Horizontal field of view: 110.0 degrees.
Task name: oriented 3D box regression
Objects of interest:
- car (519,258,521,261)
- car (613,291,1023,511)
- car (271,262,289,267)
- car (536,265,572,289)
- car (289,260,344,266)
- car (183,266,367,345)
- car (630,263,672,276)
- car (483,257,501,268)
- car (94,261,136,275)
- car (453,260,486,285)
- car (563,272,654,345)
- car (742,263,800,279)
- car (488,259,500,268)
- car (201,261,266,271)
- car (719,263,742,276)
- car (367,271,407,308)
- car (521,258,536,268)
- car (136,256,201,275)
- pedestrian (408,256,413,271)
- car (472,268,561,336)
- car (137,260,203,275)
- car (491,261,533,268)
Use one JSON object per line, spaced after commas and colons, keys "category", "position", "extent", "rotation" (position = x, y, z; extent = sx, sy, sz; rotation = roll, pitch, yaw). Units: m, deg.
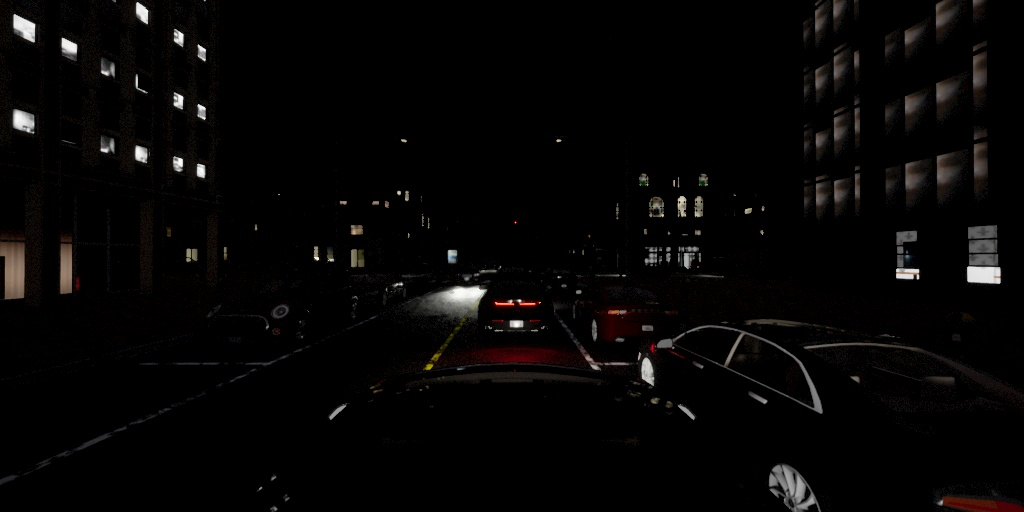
{"category": "car", "position": [2.685, 1.359, 64.157], "extent": [1.802, 1.307, 4.207], "rotation": [0, 0, 0]}
{"category": "car", "position": [2.691, 1.301, 3.648], "extent": [2.007, 1.370, 4.403], "rotation": [0, 0, 0]}
{"category": "car", "position": [-25.458, 1.210, 41.506], "extent": [4.829, 1.417, 1.751], "rotation": [0, 0, 1]}
{"category": "car", "position": [2.689, 1.308, 20.724], "extent": [2.007, 1.370, 4.403], "rotation": [0, 0, 0]}
{"category": "car", "position": [-18.822, 1.172, 35.619], "extent": [4.902, 1.511, 2.128], "rotation": [0, 0, 1]}
{"category": "car", "position": [-5.690, 1.193, 9.356], "extent": [1.967, 1.591, 4.097], "rotation": [0, 0, 0]}
{"category": "car", "position": [14.807, 1.414, 38.302], "extent": [4.181, 1.385, 1.994], "rotation": [0, 0, 1]}
{"category": "car", "position": [-3.088, 1.250, 53.800], "extent": [1.882, 1.535, 5.008], "rotation": [0, 0, 1]}
{"category": "car", "position": [-36.491, 1.140, 33.294], "extent": [4.403, 1.370, 2.007], "rotation": [0, 0, 1]}
{"category": "car", "position": [-3.203, 1.251, 26.124], "extent": [2.128, 1.511, 4.902], "rotation": [0, 0, -5]}
{"category": "car", "position": [2.690, 1.298, 9.340], "extent": [1.888, 1.381, 4.507], "rotation": [0, 0, 0]}
{"category": "car", "position": [23.640, 1.442, 32.339], "extent": [4.207, 1.307, 1.802], "rotation": [0, 0, 1]}
{"category": "car", "position": [-3.071, 1.282, 63.210], "extent": [1.837, 1.490, 4.892], "rotation": [0, 0, 0]}
{"category": "car", "position": [-25.418, 1.187, 33.125], "extent": [4.403, 1.370, 2.007], "rotation": [0, 0, 1]}
{"category": "car", "position": [24.623, 1.424, 38.156], "extent": [4.674, 1.442, 1.812], "rotation": [0, 0, 1]}
{"category": "car", "position": [-5.691, 1.306, 15.048], "extent": [2.007, 1.370, 4.403], "rotation": [0, 0, 0]}
{"category": "car", "position": [2.686, 1.338, 53.114], "extent": [1.948, 1.339, 4.313], "rotation": [0, 0, 0]}
{"category": "car", "position": [-30.954, 0.927, 33.209], "extent": [5.009, 1.841, 2.192], "rotation": [0, 0, 1]}
{"category": "pedestrian", "position": [-12.555, 0.898, 44.260], "extent": [0.375, 1.860, 0.375], "rotation": [0, -1, 1]}
{"category": "car", "position": [0.100, 1.258, 10.358], "extent": [1.837, 1.490, 4.892], "rotation": [0, 0, 0]}
{"category": "car", "position": [-34.125, 1.119, 35.857], "extent": [4.892, 1.490, 1.837], "rotation": [0, 0, 1]}
{"category": "car", "position": [0.094, 1.235, 20.547], "extent": [1.882, 1.535, 5.008], "rotation": [0, 0, 2]}
